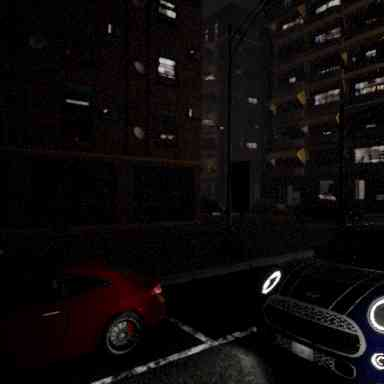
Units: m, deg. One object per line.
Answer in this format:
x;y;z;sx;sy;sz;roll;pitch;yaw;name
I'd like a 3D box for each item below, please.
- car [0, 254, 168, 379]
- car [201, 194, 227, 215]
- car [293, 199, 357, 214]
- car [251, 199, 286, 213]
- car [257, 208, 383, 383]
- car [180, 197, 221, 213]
-2.321;1.576;4.425;4.206;1.307;1.802;-1;2;-35;car
1.255;1.108;30.302;2.192;1.841;5.009;0;0;-35;car
9.487;1.265;23.159;1.882;1.535;5.008;1;-1;-37;car
7.580;1.397;35.001;1.752;1.417;4.829;0;0;-35;car
3.147;1.293;5.300;4.553;1.767;2.097;-1;0;-36;car
0.803;1.337;35.206;1.837;1.490;4.892;1;-1;-35;car
